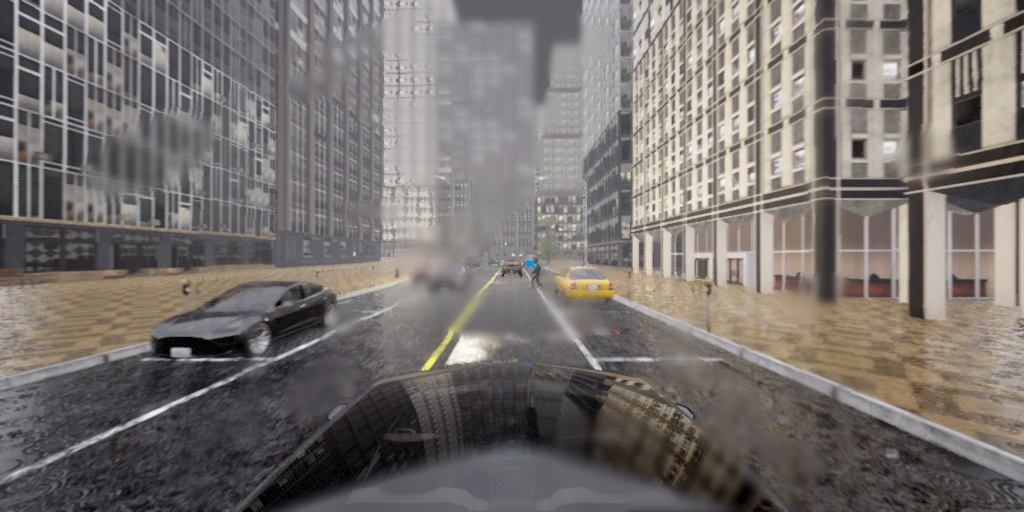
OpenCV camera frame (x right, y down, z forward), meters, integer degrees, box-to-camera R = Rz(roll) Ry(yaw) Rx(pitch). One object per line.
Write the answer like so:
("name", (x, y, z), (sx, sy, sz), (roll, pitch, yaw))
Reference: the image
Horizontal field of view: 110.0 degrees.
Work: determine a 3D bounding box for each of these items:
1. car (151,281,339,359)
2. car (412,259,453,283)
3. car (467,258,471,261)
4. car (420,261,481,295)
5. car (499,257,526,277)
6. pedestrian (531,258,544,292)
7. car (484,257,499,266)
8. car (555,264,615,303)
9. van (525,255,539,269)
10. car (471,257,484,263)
("car", (-5.689, 1.271, 8.344), (1.948, 1.339, 4.313), (0, 0, 0))
("car", (-5.689, 1.029, 25.272), (1.967, 1.591, 4.097), (0, 0, 0))
("car", (-5.690, 1.078, 36.557), (1.948, 1.339, 4.313), (0, 0, 0))
("car", (-3.095, 1.178, 19.229), (2.033, 1.411, 5.357), (0, 0, 0))
("car", (0.032, 1.047, 32.359), (1.837, 1.490, 4.892), (0, 1, 1))
("pedestrian", (1.328, 0.928, 18.789), (0.375, 1.860, 0.375), (1, 0, 0))
("car", (-3.029, 0.896, 60.334), (2.033, 1.411, 5.357), (0, 0, 1))
("car", (3.000, 1.110, 15.790), (1.801, 1.575, 5.366), (0, 0, 0))
("van", (2.692, 0.775, 47.836), (1.690, 1.789, 3.998), (0, 0, 0))
("car", (-5.690, 0.961, 53.485), (1.948, 1.339, 4.313), (0, 0, 0))
